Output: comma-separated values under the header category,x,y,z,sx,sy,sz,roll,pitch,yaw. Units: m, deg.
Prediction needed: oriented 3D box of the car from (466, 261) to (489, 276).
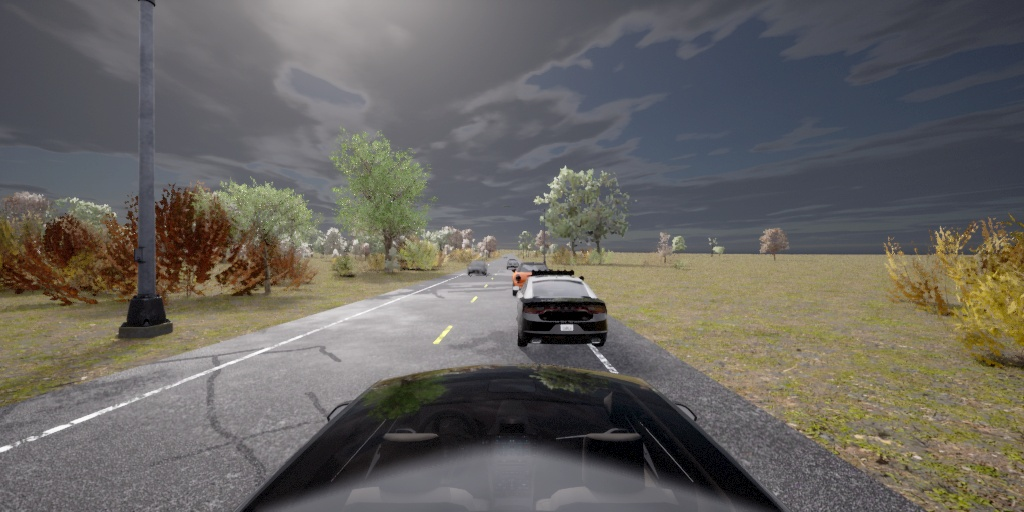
category,x,y,z,sx,sy,sz,roll,pitch,yaw
car,-3.466,1.231,36.642,1.837,1.490,4.892,0,0,0

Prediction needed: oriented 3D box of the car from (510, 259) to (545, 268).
category,x,y,z,sx,sy,sz,roll,pitch,yaw
car,1.068,1.095,19.338,2.097,1.767,4.553,0,0,0

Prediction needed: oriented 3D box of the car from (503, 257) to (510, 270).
category,x,y,z,sx,sy,sz,roll,pitch,yaw
car,0.123,1.246,52.928,2.033,1.411,5.357,0,0,0

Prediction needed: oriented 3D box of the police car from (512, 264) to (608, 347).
category,x,y,z,sx,sy,sz,roll,pitch,yaw
police car,1.059,1.173,9.477,1.930,1.638,5.238,0,0,0
